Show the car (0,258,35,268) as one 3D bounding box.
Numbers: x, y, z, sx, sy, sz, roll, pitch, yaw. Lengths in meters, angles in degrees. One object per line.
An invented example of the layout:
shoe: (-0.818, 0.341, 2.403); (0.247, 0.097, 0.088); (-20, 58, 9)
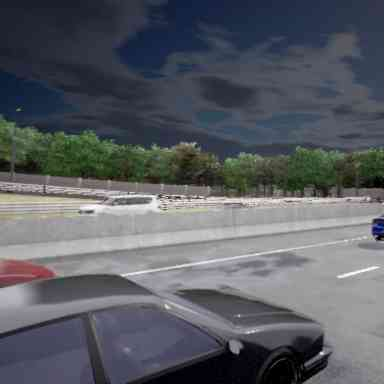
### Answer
car: (-4.620, 1.477, 4.750); (5.008, 1.535, 1.882); (0, 0, -35)

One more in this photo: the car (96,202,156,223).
car: (-5.143, 1.566, 26.118); (4.181, 1.385, 1.994); (0, 0, -35)

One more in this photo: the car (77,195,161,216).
car: (-4.718, 1.223, 22.123); (5.566, 2.045, 2.150); (0, 0, -35)

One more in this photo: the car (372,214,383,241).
car: (10.279, 1.482, 15.380); (5.008, 1.535, 1.882); (0, 0, -36)

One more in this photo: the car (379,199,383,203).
car: (31.228, 1.470, 51.977); (5.008, 1.535, 1.882); (0, 0, -35)

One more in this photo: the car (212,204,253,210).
car: (2.641, 1.550, 23.074); (5.357, 1.411, 2.033); (0, 0, -36)

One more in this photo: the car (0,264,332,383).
car: (-0.994, 1.548, 3.038); (5.357, 1.411, 2.033); (0, 0, -36)
